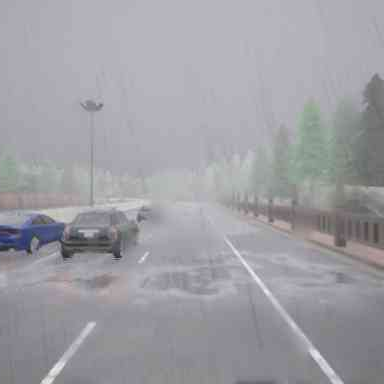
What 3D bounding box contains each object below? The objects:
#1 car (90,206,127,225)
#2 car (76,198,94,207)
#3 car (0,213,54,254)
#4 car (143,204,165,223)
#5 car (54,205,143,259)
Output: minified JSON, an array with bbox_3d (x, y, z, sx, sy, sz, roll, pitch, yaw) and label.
[{"bbox_3d":[-6.980,1.910,28.224,1.895,1.301,4.718,0,-1,0],"label":"car"},{"bbox_3d":[-20.985,2.072,65.554,2.097,1.767,4.553,0,-1,0],"label":"car"},{"bbox_3d":[-6.974,1.634,14.223,1.882,1.535,5.008,0,0,0],"label":"car"},{"bbox_3d":[-3.477,1.805,28.481,2.128,1.511,4.902,0,0,0],"label":"car"},{"bbox_3d":[-3.481,1.499,13.402,2.097,1.767,4.553,0,-1,0],"label":"car"}]
